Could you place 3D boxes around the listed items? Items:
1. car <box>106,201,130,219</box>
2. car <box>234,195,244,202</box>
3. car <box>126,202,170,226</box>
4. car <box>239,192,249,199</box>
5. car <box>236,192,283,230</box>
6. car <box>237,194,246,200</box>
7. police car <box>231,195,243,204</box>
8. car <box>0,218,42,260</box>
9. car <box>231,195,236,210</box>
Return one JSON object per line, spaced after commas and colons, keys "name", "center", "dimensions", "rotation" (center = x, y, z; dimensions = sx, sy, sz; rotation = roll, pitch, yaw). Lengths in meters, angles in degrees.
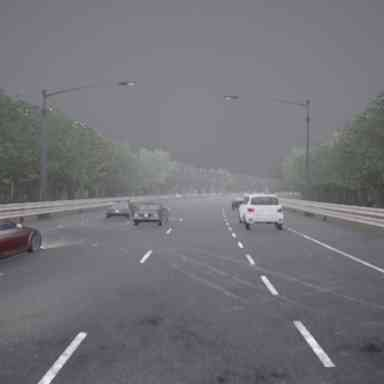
{"name": "car", "center": [-5.817, 1.476, 28.419], "dimensions": [1.994, 1.385, 4.181], "rotation": [0, 0, 4]}
{"name": "car", "center": [10.168, 1.343, 71.989], "dimensions": [2.033, 1.411, 5.357], "rotation": [0, 0, 10]}
{"name": "car", "center": [-2.686, 1.477, 22.927], "dimensions": [2.033, 1.411, 5.357], "rotation": [0, 0, 3]}
{"name": "car", "center": [14.604, 0.969, 92.901], "dimensions": [2.150, 2.045, 5.566], "rotation": [0, 0, 13]}
{"name": "car", "center": [4.224, 1.162, 21.009], "dimensions": [2.150, 2.045, 5.566], "rotation": [0, 0, 3]}
{"name": "car", "center": [12.243, 1.296, 82.460], "dimensions": [1.812, 1.442, 4.674], "rotation": [0, 0, 12]}
{"name": "police car", "center": [8.370, 1.330, 61.466], "dimensions": [2.038, 1.542, 4.974], "rotation": [0, 0, 9]}
{"name": "car", "center": [-6.695, 1.525, 10.871], "dimensions": [1.994, 1.385, 4.181], "rotation": [0, 0, 2]}
{"name": "car", "center": [5.868, 1.359, 41.391], "dimensions": [1.882, 1.535, 5.008], "rotation": [0, 0, 6]}
